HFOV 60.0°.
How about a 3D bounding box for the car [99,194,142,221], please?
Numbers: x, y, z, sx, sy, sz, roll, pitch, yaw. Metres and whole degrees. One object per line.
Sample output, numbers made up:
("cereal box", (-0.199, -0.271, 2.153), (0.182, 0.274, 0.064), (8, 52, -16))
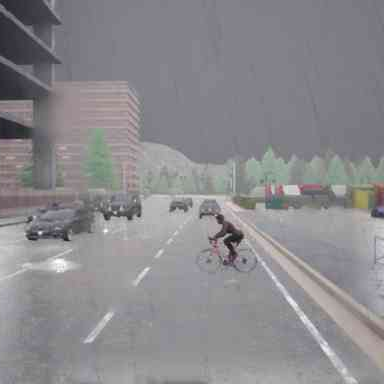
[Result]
("car", (-5.675, 1.218, 27.905), (2.150, 2.045, 5.566), (0, 0, 3))

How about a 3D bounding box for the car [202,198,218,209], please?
("car", (2.450, 1.559, 45.400), (1.994, 1.385, 4.181), (0, 0, 3))

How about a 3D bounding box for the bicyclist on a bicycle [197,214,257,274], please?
("bicyclist on a bicycle", (0.943, 1.440, 9.119), (1.656, 1.620, 0.582), (-1, 0, 3))

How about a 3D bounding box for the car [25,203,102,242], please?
("car", (-6.303, 1.504, 16.506), (1.837, 1.490, 4.892), (0, 0, 3))

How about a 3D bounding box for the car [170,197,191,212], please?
("car", (-1.426, 1.501, 38.472), (1.837, 1.490, 4.892), (0, 0, 3))

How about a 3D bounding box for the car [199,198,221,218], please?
("car", (1.617, 1.544, 29.828), (2.033, 1.411, 5.357), (0, 0, 3))

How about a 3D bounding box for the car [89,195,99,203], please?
("car", (-8.824, 1.217, 34.032), (2.150, 2.045, 5.566), (0, 0, 3))

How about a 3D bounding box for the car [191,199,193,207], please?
("car", (-0.820, 1.486, 49.804), (2.128, 1.511, 4.902), (0, 0, 3))

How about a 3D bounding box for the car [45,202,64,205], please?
("car", (-9.449, 1.489, 23.096), (2.128, 1.511, 4.902), (0, 0, 3))
